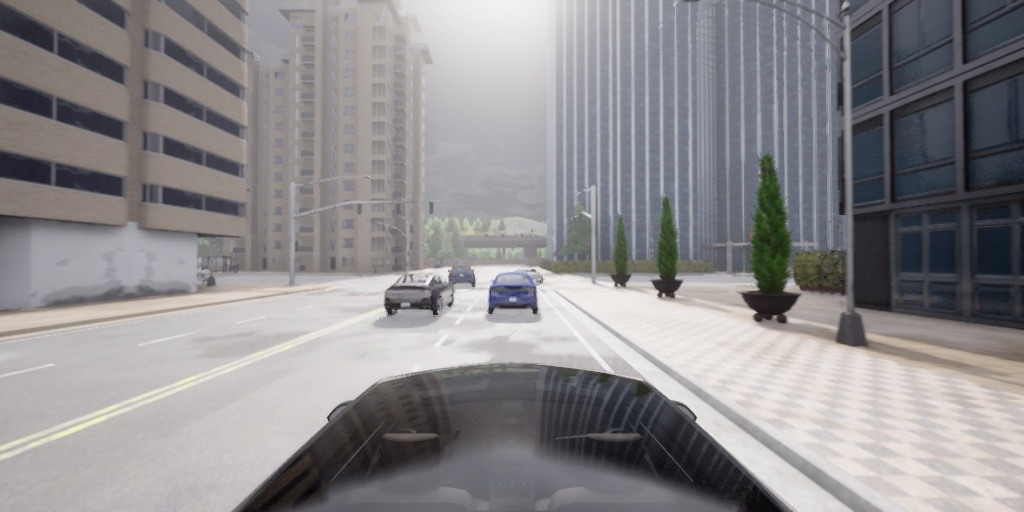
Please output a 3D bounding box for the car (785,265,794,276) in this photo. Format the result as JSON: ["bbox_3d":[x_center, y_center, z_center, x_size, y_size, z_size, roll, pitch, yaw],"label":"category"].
[{"bbox_3d":[35.132,1.896,46.280,4.674,1.442,1.812,0,-1,0],"label":"car"}]

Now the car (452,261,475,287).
[{"bbox_3d":[-4.139,1.483,28.965,2.097,1.767,4.553,0,-1,-10],"label":"car"}]

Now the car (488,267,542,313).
[{"bbox_3d":[0.055,1.414,15.027,1.882,1.535,5.008,0,-1,0],"label":"car"}]

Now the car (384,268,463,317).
[{"bbox_3d":[-3.451,1.416,14.124,2.128,1.511,4.902,0,-1,1],"label":"car"}]

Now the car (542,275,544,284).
[{"bbox_3d":[1.256,1.665,29.609,1.812,1.442,4.674,-1,-1,19],"label":"car"}]
